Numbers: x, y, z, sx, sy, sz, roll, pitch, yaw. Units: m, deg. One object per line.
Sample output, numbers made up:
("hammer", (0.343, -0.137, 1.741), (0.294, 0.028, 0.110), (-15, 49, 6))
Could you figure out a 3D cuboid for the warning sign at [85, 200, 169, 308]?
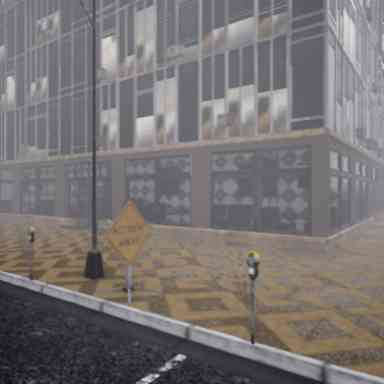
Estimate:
("warning sign", (-1.279, 1.112, 6.687), (1.060, 1.860, 1.300), (0, 0, 35))
